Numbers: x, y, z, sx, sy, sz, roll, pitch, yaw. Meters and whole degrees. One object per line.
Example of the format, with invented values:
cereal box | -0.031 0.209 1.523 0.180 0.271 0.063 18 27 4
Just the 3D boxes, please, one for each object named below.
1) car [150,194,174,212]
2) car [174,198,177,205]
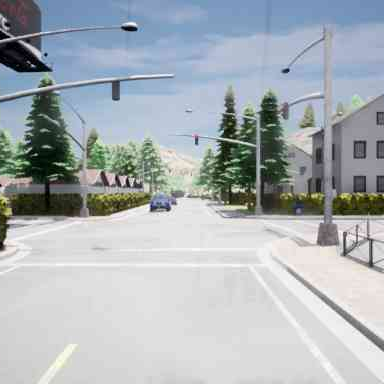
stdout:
car | -3.612 1.222 39.026 2.150 2.045 5.566 0 0 0
car | -3.548 1.564 56.446 1.994 1.385 4.181 0 0 0
